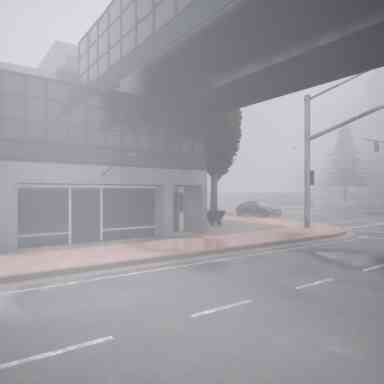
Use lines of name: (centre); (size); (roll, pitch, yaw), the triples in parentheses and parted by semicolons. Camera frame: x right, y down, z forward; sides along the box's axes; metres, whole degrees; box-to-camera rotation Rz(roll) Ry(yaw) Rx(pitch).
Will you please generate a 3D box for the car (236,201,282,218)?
car: (5.972, 1.526, 30.263); (1.812, 1.442, 4.674); (0, 0, -36)
